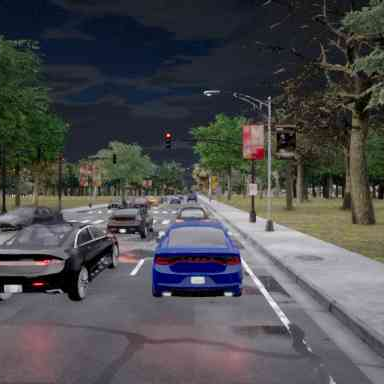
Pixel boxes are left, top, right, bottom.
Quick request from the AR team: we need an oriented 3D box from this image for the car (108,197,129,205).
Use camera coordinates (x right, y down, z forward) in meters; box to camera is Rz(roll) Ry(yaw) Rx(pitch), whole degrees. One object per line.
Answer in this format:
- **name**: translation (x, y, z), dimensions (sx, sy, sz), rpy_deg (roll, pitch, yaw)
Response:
- **car**: translation (-9.806, 1.579, 44.242), dimensions (1.994, 1.385, 4.181), rpy_deg (0, 0, 1)

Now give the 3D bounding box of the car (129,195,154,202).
- **car**: translation (-6.557, 1.492, 43.530), dimensions (1.882, 1.535, 5.008), rpy_deg (0, 0, 0)

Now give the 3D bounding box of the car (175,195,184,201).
- **car**: translation (-3.171, 1.542, 85.192), dimensions (1.882, 1.535, 5.008), rpy_deg (0, 0, 0)

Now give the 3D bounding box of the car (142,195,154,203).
- **car**: translation (-9.682, 1.525, 73.566), dimensions (1.837, 1.490, 4.892), rpy_deg (0, 0, 0)

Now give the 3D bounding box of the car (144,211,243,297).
- **car**: translation (0.110, 1.478, 8.615), dimensions (1.882, 1.535, 5.008), rpy_deg (0, 0, 0)

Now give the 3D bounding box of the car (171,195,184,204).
- **car**: translation (-3.090, 1.560, 64.072), dimensions (1.812, 1.442, 4.674), rpy_deg (0, 0, 0)

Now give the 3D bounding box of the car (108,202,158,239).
- **car**: translation (-3.136, 1.508, 17.472), dimensions (1.837, 1.490, 4.892), rpy_deg (0, 0, 0)

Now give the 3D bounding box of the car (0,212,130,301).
- **car**: translation (-3.147, 1.492, 8.300), dimensions (2.128, 1.511, 4.902), rpy_deg (0, 0, 0)

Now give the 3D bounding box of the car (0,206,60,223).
- **car**: translation (-9.366, 1.550, 19.272), dimensions (2.033, 1.411, 5.357), rpy_deg (0, 0, 6)

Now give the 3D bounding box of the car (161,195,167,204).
- **car**: translation (-6.496, 1.525, 63.399), dimensions (2.128, 1.511, 4.902), rpy_deg (0, 0, 1)

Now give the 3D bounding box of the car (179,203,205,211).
- **car**: translation (0.035, 1.529, 17.814), dimensions (1.812, 1.442, 4.674), rpy_deg (0, 0, 1)

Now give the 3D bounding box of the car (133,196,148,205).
- **car**: translation (-9.746, 1.581, 63.314), dimensions (2.033, 1.411, 5.357), rpy_deg (0, 0, 0)

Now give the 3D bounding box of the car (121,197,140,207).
- **car**: translation (-9.792, 1.513, 53.162), dimensions (2.128, 1.511, 4.902), rpy_deg (0, 0, 0)

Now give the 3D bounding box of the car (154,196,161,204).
- **car**: translation (-6.545, 1.499, 53.111), dimensions (1.882, 1.535, 5.008), rpy_deg (0, 0, 0)

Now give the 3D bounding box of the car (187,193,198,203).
- **car**: translation (0.068, 1.271, 73.553), dimensions (2.150, 2.045, 5.566), rpy_deg (0, 0, 0)
